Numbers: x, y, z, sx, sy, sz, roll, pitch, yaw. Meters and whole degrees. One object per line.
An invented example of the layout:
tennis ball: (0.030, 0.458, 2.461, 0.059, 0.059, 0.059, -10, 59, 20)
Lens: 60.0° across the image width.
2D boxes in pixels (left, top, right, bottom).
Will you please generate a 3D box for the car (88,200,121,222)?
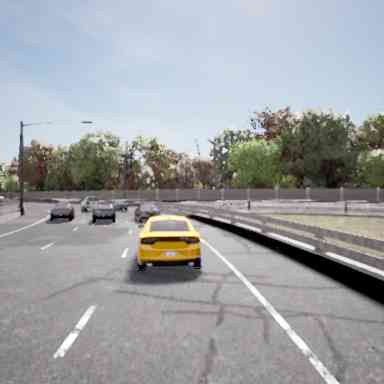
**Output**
car: (-7.556, 1.729, 28.598, 2.128, 1.511, 4.902, 0, 0, -15)

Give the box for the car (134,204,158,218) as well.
car: (-3.894, 1.770, 28.666, 2.033, 1.411, 5.357, 0, 0, -15)

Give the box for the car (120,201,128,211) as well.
car: (-10.422, 1.927, 46.712, 2.033, 1.411, 5.357, 0, -1, -25)

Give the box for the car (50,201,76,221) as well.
car: (-11.610, 1.758, 30.003, 2.128, 1.511, 4.902, 0, 0, -17)

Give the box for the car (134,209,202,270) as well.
car: (-0.841, 1.565, 11.510, 1.882, 1.535, 5.008, 0, -1, -6)

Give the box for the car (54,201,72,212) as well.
car: (-17.621, 1.966, 45.392, 1.994, 1.385, 4.181, 0, 0, -25)

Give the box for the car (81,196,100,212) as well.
car: (-14.061, 1.614, 46.164, 2.150, 2.045, 5.566, 0, 0, -25)
